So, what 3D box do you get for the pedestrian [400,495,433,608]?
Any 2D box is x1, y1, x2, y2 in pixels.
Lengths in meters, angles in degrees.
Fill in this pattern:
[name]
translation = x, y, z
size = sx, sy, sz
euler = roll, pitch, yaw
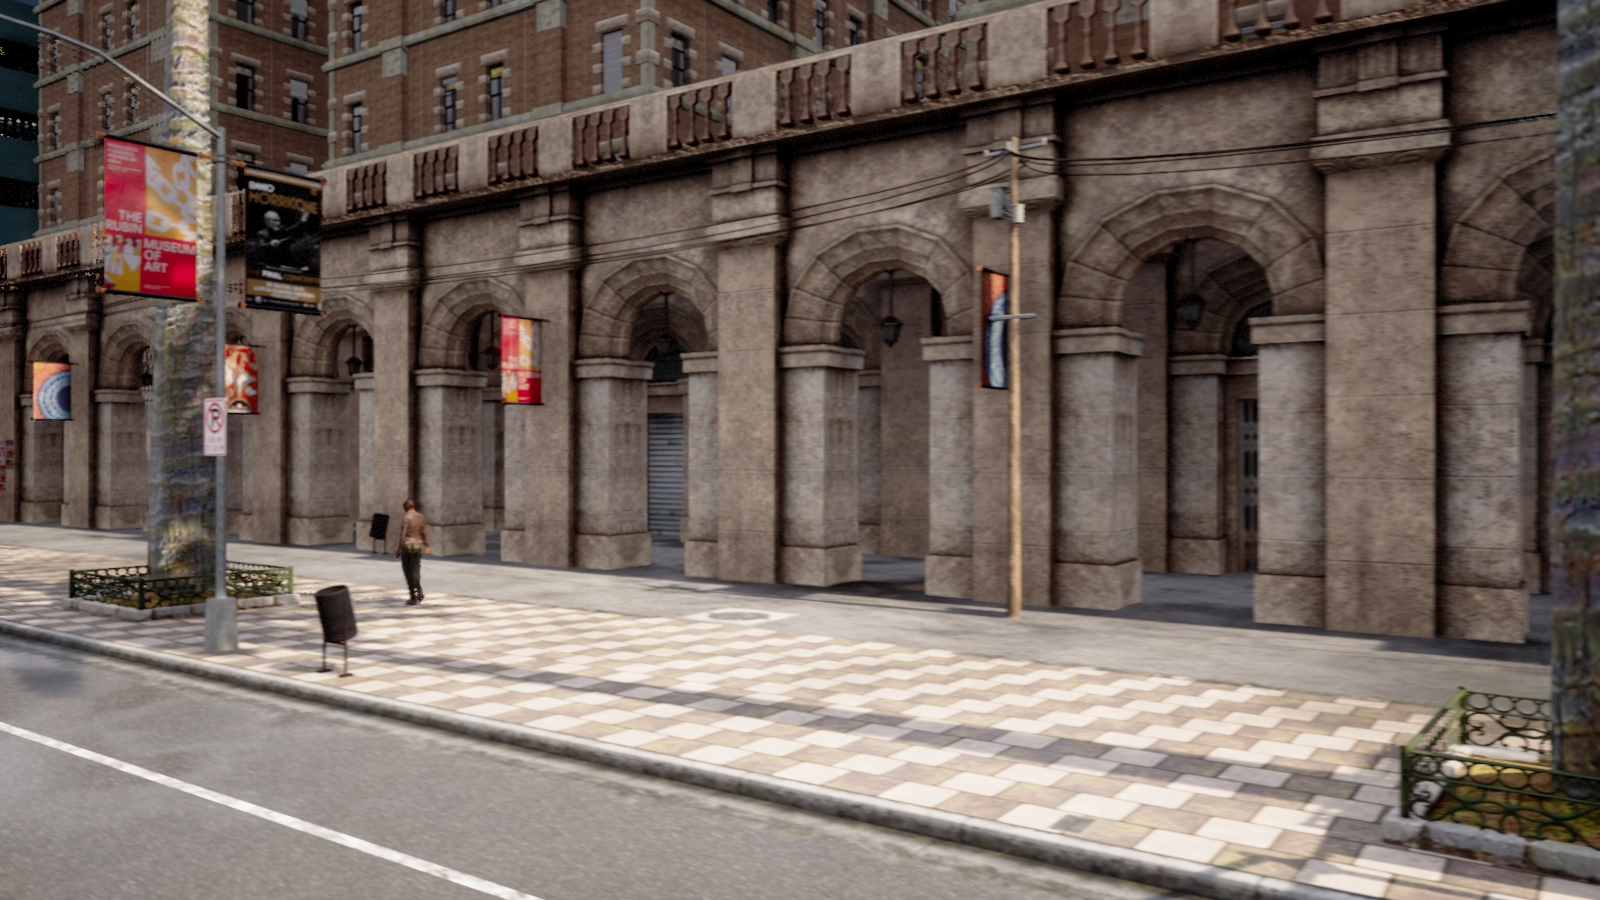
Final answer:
[pedestrian]
translation = -6.460, 1.696, 19.239
size = 0.375, 1.860, 0.375
euler = 0, 0, 36
